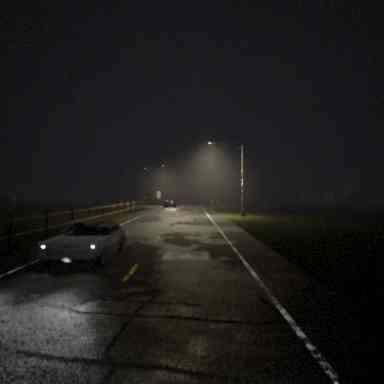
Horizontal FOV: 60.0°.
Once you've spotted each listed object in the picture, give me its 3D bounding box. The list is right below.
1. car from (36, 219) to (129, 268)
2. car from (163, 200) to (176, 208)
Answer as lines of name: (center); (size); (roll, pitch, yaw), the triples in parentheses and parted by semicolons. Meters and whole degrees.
car: (-3.601, 1.687, 11.798); (1.895, 1.301, 4.718); (0, 0, 0)
car: (-3.570, 1.960, 54.048); (1.994, 1.385, 4.181); (0, 0, 0)
